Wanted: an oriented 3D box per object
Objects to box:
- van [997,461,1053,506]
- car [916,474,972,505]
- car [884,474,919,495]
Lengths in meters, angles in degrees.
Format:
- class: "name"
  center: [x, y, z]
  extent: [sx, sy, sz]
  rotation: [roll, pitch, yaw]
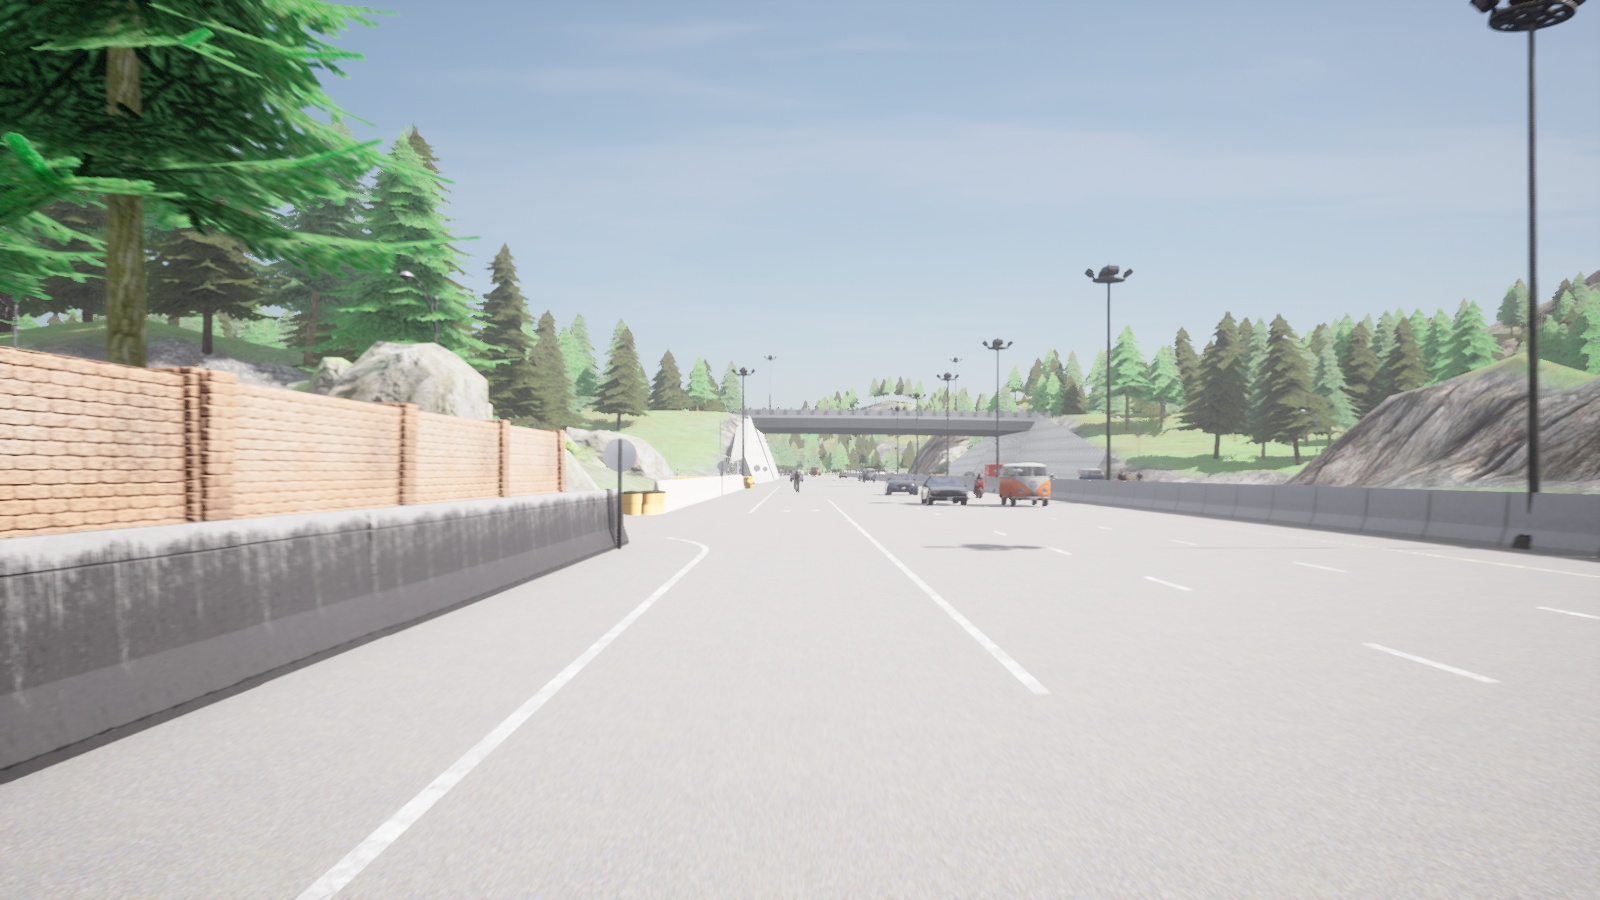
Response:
- class: "van"
  center: [10.356, 1.527, 58.021]
  extent: [1.775, 1.987, 4.442]
  rotation: [0, -1, 0]
- class: "car"
  center: [6.852, 1.873, 60.147]
  extent: [2.033, 1.411, 5.357]
  rotation: [0, -1, 0]
- class: "car"
  center: [6.791, 2.306, 84.320]
  extent: [1.994, 1.385, 4.181]
  rotation: [0, -1, 0]
